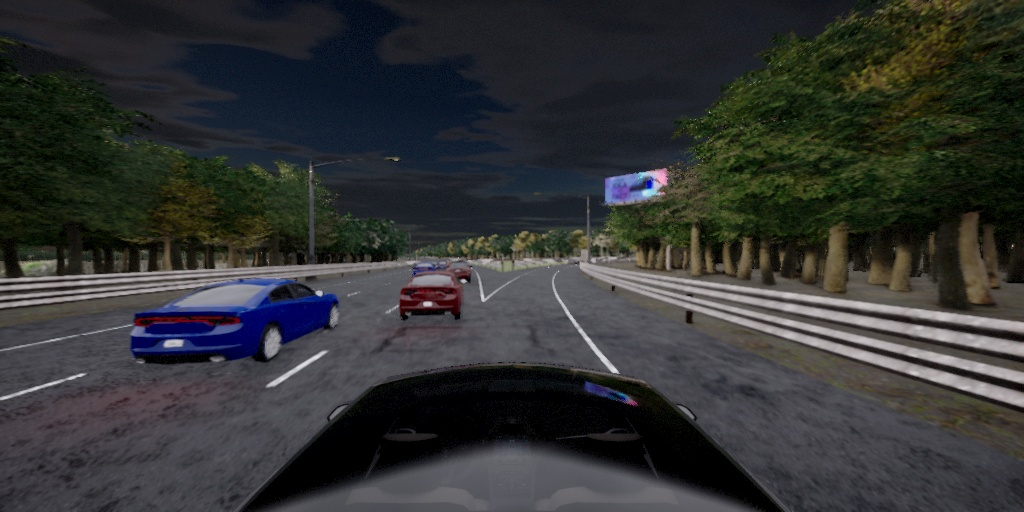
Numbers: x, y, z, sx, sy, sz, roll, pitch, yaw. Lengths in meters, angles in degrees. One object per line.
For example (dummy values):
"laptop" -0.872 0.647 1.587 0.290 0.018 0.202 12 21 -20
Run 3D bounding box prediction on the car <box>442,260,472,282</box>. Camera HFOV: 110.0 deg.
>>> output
"car" -4.553 1.230 31.035 2.097 1.767 4.553 0 0 -6

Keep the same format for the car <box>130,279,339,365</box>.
"car" -5.681 1.259 8.223 1.882 1.535 5.008 0 0 -6

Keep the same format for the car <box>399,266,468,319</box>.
"car" -2.737 1.288 13.052 1.882 1.535 5.008 0 0 -6

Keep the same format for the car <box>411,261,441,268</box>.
"car" -8.415 1.388 35.183 1.882 1.535 5.008 0 0 -6
